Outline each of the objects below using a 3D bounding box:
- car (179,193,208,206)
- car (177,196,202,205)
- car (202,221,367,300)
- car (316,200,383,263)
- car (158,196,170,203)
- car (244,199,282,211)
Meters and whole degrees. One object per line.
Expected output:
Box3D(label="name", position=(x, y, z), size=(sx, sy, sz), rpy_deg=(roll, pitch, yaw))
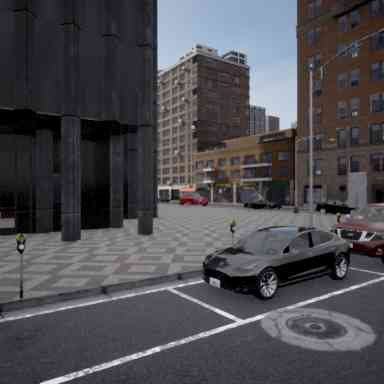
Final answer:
Box3D(label="car", position=(0.221, 1.165, 51.631), size=(2.150, 2.045, 5.566), rpy_deg=(0, 1, -35))
Box3D(label="car", position=(-0.484, 1.432, 58.158), size=(2.128, 1.511, 4.902), rpy_deg=(0, 0, -34))
Box3D(label="car", position=(2.263, 1.565, 8.388), size=(4.313, 1.339, 1.947), rpy_deg=(0, 0, -36))
Box3D(label="car", position=(6.852, 1.314, 11.667), size=(5.009, 1.841, 2.192), rpy_deg=(0, 0, -36))
Box3D(label="car", position=(-6.336, 1.513, 66.524), size=(1.895, 1.301, 4.718), rpy_deg=(0, 0, -35))
Box3D(label="car", position=(8.428, 1.559, 39.739), size=(1.895, 1.301, 4.718), rpy_deg=(0, 0, -35))
